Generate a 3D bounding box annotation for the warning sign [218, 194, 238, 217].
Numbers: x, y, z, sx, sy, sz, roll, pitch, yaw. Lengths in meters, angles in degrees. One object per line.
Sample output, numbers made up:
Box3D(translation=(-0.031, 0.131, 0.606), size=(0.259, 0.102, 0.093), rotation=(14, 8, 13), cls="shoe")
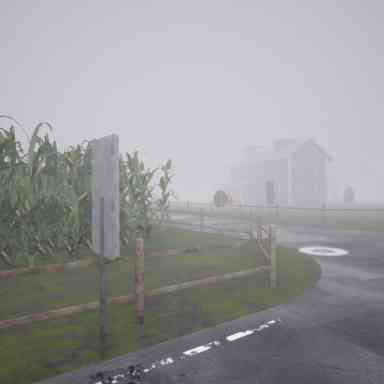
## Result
Box3D(translation=(3.042, 1.116, 27.929), size=(1.300, 1.860, 1.060), rotation=(0, 0, -35), cls="warning sign")
